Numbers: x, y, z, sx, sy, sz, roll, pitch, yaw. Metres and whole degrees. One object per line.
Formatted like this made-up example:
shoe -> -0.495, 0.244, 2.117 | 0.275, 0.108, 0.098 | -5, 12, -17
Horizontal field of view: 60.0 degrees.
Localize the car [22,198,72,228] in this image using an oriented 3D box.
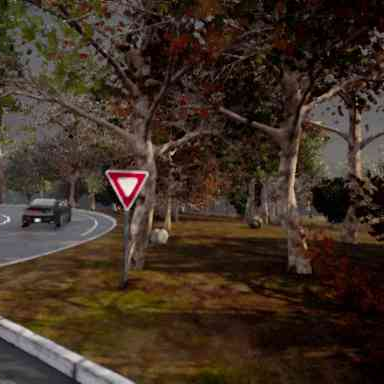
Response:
car -> -8.055, 1.089, 18.745 | 1.837, 1.490, 4.892 | 2, 0, -11
